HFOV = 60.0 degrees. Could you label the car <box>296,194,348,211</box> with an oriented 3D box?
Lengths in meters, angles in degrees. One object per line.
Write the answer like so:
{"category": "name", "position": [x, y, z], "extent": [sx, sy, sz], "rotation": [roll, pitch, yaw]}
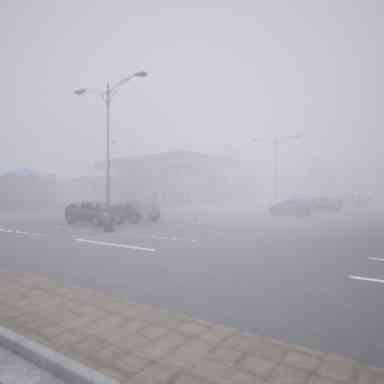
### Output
{"category": "car", "position": [14.509, 1.320, 37.251], "extent": [4.514, 1.523, 2.007], "rotation": [0, 0, 36]}

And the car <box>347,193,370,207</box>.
{"category": "car", "position": [22.417, 1.118, 46.902], "extent": [4.605, 1.855, 1.932], "rotation": [0, 0, 36]}

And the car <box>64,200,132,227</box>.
{"category": "car", "position": [-6.388, 1.377, 21.572], "extent": [4.514, 1.523, 2.007], "rotation": [0, 0, 36]}

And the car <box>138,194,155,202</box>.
{"category": "car", "position": [-11.195, 1.434, 81.486], "extent": [1.905, 1.878, 3.866], "rotation": [0, 0, 36]}

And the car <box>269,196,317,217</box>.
{"category": "car", "position": [8.593, 1.342, 29.197], "extent": [3.633, 1.501, 1.845], "rotation": [0, 0, 36]}

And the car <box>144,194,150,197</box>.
{"category": "car", "position": [-9.171, 1.589, 74.647], "extent": [2.242, 1.667, 4.611], "rotation": [0, 0, 36]}

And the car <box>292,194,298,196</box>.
{"category": "car", "position": [15.541, 1.400, 51.862], "extent": [3.806, 1.475, 1.970], "rotation": [0, 0, 36]}

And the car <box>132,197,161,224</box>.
{"category": "car", "position": [-4.584, 1.368, 24.139], "extent": [5.027, 1.636, 2.152], "rotation": [0, 0, 36]}
